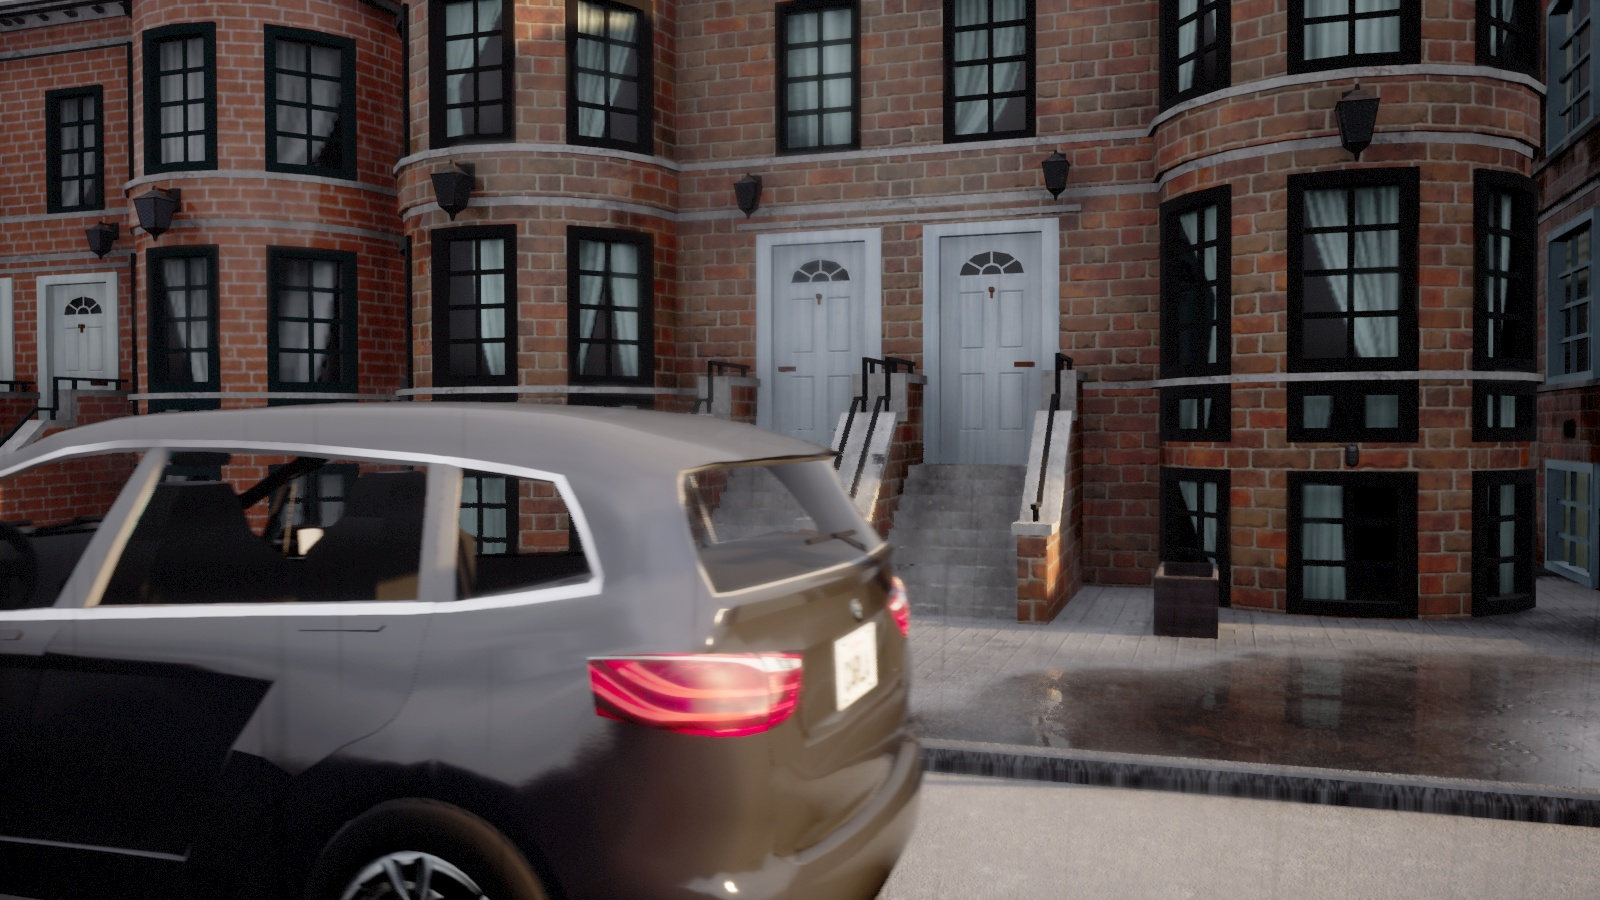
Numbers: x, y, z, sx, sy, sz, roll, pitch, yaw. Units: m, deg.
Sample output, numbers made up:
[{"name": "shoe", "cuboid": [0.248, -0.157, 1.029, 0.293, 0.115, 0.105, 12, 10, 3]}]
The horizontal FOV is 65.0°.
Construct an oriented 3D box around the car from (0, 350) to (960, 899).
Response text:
[{"name": "car", "cuboid": [-1.949, 0.594, 4.371, 4.611, 1.667, 2.242, 1, 1, 19]}]
